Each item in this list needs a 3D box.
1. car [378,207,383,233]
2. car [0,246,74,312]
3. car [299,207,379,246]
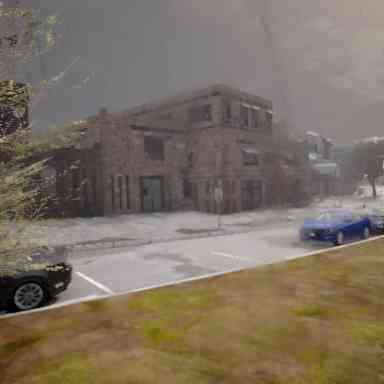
[{"bbox_3d":[12.003,1.712,21.331,4.892,1.521,2.231,1,-1,-44],"label":"car"},{"bbox_3d":[-5.014,1.709,6.829,4.892,1.521,2.231,0,2,-35],"label":"car"},{"bbox_3d":[7.390,1.702,17.000,5.008,1.535,2.097,0,-1,-42],"label":"car"}]
